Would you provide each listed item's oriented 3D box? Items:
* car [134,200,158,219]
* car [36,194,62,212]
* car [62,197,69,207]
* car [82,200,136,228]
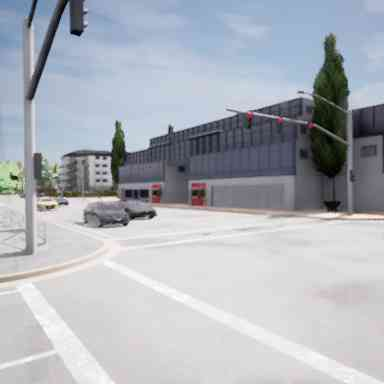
[{"bbox_3d":[-4.700,1.379,26.318,2.033,1.411,5.357,-1,1,-34],"label":"car"},{"bbox_3d":[-16.583,1.354,37.766,1.882,1.535,5.008,-1,1,-34],"label":"car"},{"bbox_3d":[-19.229,1.367,48.103,2.033,1.411,5.357,-1,1,-33],"label":"car"},{"bbox_3d":[-5.649,1.389,21.503,1.837,1.490,4.892,-1,1,-34],"label":"car"}]
